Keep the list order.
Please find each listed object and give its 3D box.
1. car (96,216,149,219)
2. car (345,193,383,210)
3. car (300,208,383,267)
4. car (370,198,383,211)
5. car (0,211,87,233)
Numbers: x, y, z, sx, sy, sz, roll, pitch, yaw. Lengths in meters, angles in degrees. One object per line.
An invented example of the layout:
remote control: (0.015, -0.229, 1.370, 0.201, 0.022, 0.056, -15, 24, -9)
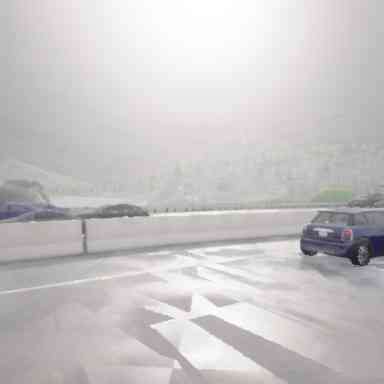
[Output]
car: (-5.186, 1.468, 21.422, 4.892, 1.490, 1.837, 0, 0, -33)
car: (23.283, 1.226, 44.057, 5.566, 2.045, 2.150, 0, 0, -22)
car: (5.954, 1.352, 11.652, 4.553, 1.767, 2.097, 0, 0, -32)
car: (24.610, 1.502, 40.806, 4.902, 1.511, 2.128, 0, 0, -22)
car: (-7.329, 1.528, 15.801, 4.181, 1.385, 1.994, 0, 0, -34)
